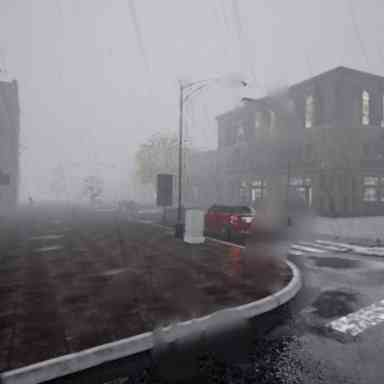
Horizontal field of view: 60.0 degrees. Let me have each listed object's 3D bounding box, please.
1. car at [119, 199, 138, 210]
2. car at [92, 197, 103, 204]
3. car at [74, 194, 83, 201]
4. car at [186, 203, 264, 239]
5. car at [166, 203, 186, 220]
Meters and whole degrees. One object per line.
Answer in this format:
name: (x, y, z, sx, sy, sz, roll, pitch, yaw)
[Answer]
car: (-8.513, 1.637, 44.280, 1.887, 1.381, 4.507, 1, -1, -26)
car: (-18.205, 1.694, 64.144, 1.802, 1.307, 4.206, 1, -1, -26)
car: (-30.315, 1.451, 88.978, 2.192, 1.841, 5.009, 1, -1, -26)
car: (1.761, 1.379, 17.633, 2.097, 1.767, 4.553, 1, 0, -26)
car: (-0.832, 1.626, 28.603, 2.008, 1.369, 4.403, 1, -1, -26)
